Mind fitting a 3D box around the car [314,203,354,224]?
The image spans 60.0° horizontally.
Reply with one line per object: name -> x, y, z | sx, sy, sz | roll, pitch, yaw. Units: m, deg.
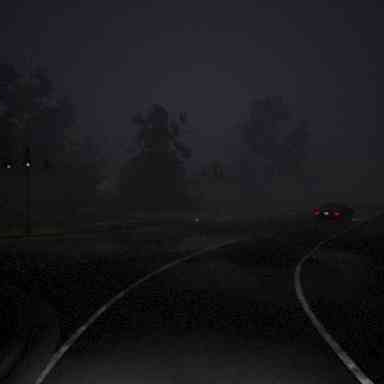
car -> 10.408, 1.471, 24.288 | 2.033, 1.411, 5.357 | 0, 0, 35
